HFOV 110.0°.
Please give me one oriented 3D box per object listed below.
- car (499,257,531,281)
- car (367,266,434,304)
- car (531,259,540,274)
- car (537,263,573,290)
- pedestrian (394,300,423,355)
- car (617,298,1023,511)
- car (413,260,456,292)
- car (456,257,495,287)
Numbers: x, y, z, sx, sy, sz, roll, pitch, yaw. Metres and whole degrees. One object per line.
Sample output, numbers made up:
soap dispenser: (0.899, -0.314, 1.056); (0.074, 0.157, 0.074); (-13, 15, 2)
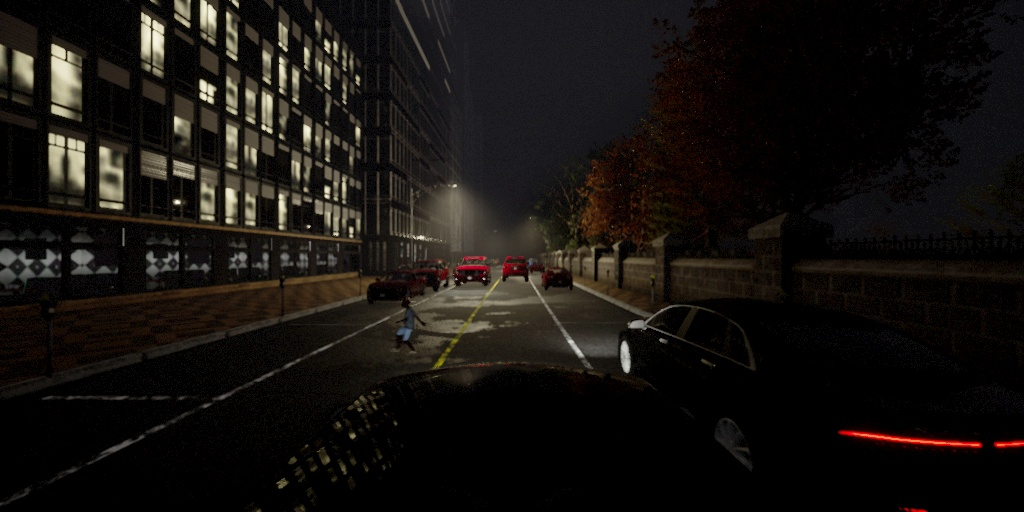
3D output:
car: (0.333, 1.092, 31.370); (2.150, 2.045, 5.566); (0, 0, 1)
car: (-5.253, 1.356, 16.813); (1.888, 1.381, 4.507); (0, 0, 0)
car: (3.203, 1.474, 45.601); (1.888, 1.381, 4.507); (0, 0, 1)
car: (2.829, 1.382, 23.042); (1.888, 1.381, 4.507); (0, 0, 1)
pedestrian: (-2.113, 1.067, 7.356); (0.375, 1.860, 0.375); (0, 0, 0)
car: (2.751, 1.266, 4.402); (1.837, 1.490, 4.892); (0, 0, 0)
car: (-5.202, 1.149, 22.439); (2.192, 1.841, 5.009); (0, 0, 1)
car: (-2.692, 1.070, 25.856); (2.150, 2.045, 5.566); (0, 0, 1)
